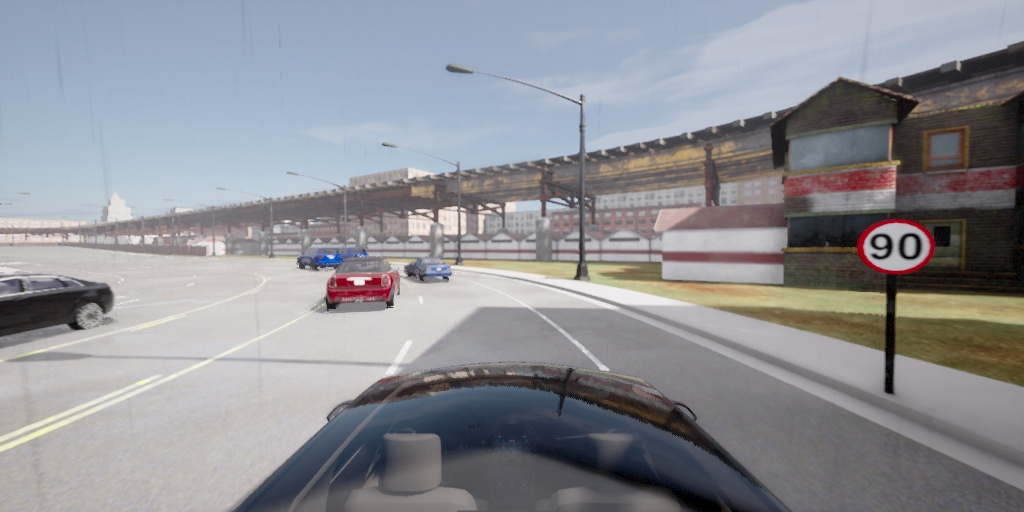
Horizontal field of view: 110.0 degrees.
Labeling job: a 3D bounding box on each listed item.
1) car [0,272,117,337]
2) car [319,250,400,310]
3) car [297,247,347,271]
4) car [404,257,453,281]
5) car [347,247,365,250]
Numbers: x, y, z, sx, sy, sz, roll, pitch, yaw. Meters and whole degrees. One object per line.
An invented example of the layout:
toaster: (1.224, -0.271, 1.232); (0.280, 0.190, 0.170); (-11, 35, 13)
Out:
car: (-11.180, 1.128, 7.407); (2.128, 1.511, 4.902); (0, 1, -9)
car: (-5.395, 0.814, 13.440); (2.097, 1.767, 4.553); (-1, 2, -15)
car: (-17.593, 0.222, 32.699); (5.566, 2.045, 2.150); (1, 2, 42)
car: (-5.458, 0.762, 23.019); (2.033, 1.411, 5.357); (-1, 2, -29)
car: (-16.872, 0.120, 36.605); (5.566, 2.045, 2.150); (1, 2, 38)
